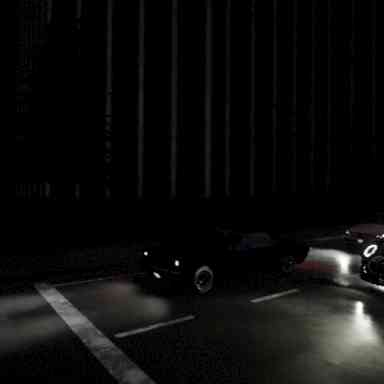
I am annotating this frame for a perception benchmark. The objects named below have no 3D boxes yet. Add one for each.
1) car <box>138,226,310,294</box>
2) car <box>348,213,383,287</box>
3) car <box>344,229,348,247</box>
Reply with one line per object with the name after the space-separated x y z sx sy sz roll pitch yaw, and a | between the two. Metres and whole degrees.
1.000 1.638 9.001 4.718 1.301 1.895 1 0 -35 | car
6.286 1.426 8.467 4.553 1.767 2.097 1 0 -35 | car
8.463 1.643 14.306 4.674 1.442 1.812 1 0 -35 | car
